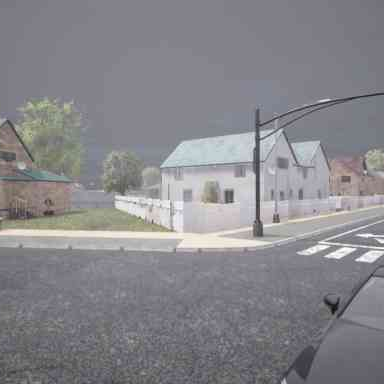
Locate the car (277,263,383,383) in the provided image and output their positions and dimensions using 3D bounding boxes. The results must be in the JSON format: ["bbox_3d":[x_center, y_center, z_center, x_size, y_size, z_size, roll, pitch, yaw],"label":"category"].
[{"bbox_3d":[2.565,1.524,3.471,1.812,1.442,4.674,0,0,42],"label":"car"}]
